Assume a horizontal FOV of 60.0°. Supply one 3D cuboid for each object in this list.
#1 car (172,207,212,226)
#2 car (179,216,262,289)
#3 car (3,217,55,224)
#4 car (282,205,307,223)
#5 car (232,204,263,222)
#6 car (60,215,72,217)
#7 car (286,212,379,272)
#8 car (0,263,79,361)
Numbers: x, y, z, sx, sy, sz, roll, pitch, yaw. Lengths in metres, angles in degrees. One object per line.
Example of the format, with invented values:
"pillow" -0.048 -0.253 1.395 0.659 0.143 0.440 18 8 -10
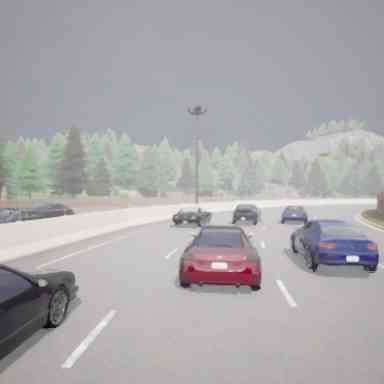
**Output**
"car" 0.138 1.741 24.270 1.895 1.301 4.718 0 0 15
"car" 0.836 1.624 9.406 1.994 1.385 4.181 0 0 7
"car" -8.965 1.527 16.310 2.128 1.511 4.902 0 0 10
"car" 8.506 1.777 27.518 1.994 1.385 4.181 0 0 19
"car" 4.394 1.684 26.261 1.837 1.490 4.892 0 0 17
"car" -10.772 1.578 24.720 1.837 1.490 4.892 0 -1 14
"car" 4.540 1.619 11.090 1.812 1.442 4.674 0 0 7
"car" -3.202 1.550 3.964 2.033 1.411 5.357 0 0 3
